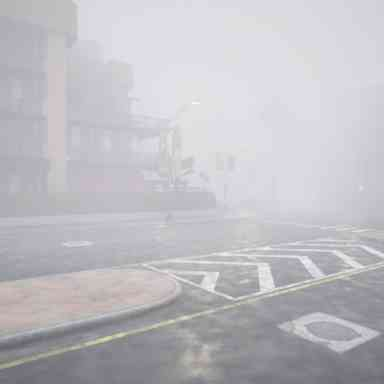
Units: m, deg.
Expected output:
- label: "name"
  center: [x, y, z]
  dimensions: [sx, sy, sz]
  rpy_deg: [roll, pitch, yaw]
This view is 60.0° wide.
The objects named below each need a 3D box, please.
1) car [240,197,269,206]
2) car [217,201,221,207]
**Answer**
- label: "car"
  center: [10.405, 1.547, 55.523]
  dimensions: [2.033, 1.411, 5.357]
  rpy_deg: [0, 0, -35]
- label: "car"
  center: [2.165, 1.491, 48.636]
  dimensions: [2.128, 1.511, 4.902]
  rpy_deg: [0, 0, -35]
